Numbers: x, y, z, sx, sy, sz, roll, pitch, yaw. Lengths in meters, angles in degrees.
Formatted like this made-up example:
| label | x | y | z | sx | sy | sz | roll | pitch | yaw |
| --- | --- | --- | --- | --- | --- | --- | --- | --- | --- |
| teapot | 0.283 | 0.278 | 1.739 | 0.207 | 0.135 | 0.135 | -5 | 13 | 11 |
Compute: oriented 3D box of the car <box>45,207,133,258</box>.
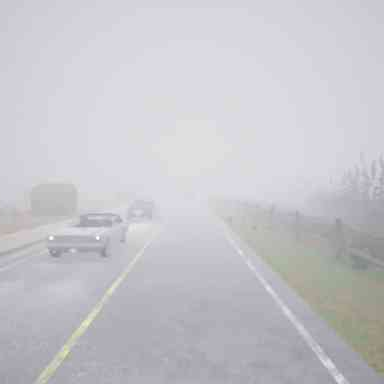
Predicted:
| label | x | y | z | sx | sy | sz | roll | pitch | yaw |
| --- | --- | --- | --- | --- | --- | --- | --- | --- | --- |
| car | -3.657 | 1.480 | 12.446 | 1.895 | 1.301 | 4.718 | 0 | 1 | 0 |

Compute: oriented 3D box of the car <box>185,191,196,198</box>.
| label | x | y | z | sx | sy | sz | roll | pitch | yaw |
| --- | --- | --- | --- | --- | --- | --- | --- | --- | --- |
| car | -0.383 | 0.578 | 73.589 | 2.033 | 1.411 | 5.357 | 0 | 1 | -5 |

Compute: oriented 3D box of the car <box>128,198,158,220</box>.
| label | x | y | z | sx | sy | sz | roll | pitch | yaw |
| --- | --- | --- | --- | --- | --- | --- | --- | --- | --- |
| car | -3.696 | 1.231 | 25.222 | 2.128 | 1.511 | 4.902 | 0 | 1 | 0 |

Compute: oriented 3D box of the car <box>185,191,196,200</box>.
| label | x | y | z | sx | sy | sz | roll | pitch | yaw |
| --- | --- | --- | --- | --- | --- | --- | --- | --- | --- |
| car | -0.329 | 0.663 | 63.343 | 2.097 | 1.767 | 4.553 | 0 | 1 | 0 |
